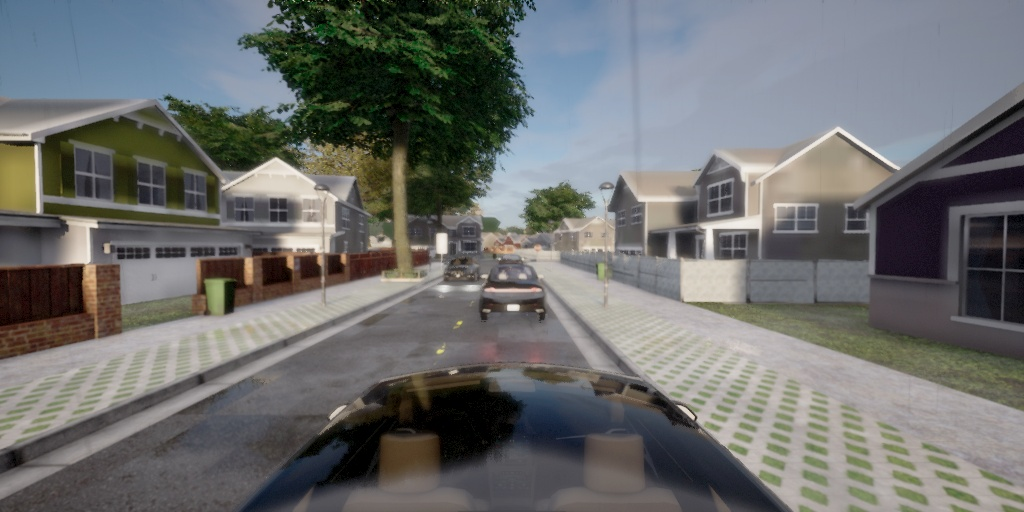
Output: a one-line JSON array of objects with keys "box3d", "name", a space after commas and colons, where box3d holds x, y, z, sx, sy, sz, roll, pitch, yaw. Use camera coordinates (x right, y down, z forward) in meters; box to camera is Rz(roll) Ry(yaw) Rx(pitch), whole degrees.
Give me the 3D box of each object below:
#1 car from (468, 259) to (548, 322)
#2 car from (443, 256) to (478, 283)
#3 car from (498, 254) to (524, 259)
[{"box3d": [0.028, 1.012, 11.314, 2.128, 1.511, 4.902, 0, 1, 0], "name": "car"}, {"box3d": [-2.957, 0.767, 21.862, 1.837, 1.490, 4.892, 0, 1, 0], "name": "car"}, {"box3d": [-0.065, 0.587, 28.184, 1.882, 1.535, 5.008, 0, 1, 0], "name": "car"}]
